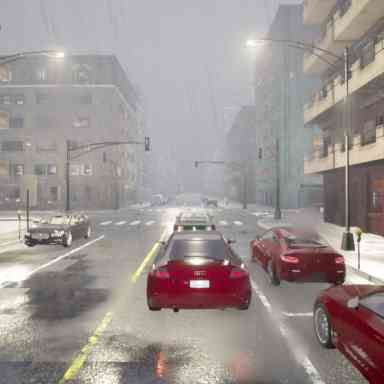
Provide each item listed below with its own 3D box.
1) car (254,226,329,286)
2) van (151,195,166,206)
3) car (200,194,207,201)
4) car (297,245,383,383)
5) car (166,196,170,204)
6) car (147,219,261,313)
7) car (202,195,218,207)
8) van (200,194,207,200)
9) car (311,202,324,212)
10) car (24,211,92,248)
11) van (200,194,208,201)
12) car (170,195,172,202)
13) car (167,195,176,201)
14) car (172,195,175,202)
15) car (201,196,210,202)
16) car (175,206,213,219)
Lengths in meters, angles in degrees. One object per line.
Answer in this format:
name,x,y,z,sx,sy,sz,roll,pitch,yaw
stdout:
car,2.670,1.584,9.057,1.802,1.307,4.206,1,0,0
van,-5.570,1.349,52.843,1.690,1.788,3.998,1,0,0
car,2.995,1.558,69.767,2.008,1.369,4.403,1,0,0
car,2.669,1.583,3.386,1.802,1.307,4.206,1,0,0
car,-5.460,1.574,58.506,1.947,1.339,4.313,1,0,0
car,0.108,1.566,7.779,1.994,1.385,4.181,0,0,-1
car,2.978,1.558,51.179,2.008,1.369,4.403,1,0,0
van,3.150,1.349,92.448,1.690,1.788,3.998,1,0,0
car,15.558,1.518,36.948,4.507,1.381,1.887,0,-1,1
car,-5.766,1.554,14.798,2.008,1.369,4.403,1,0,0
van,3.112,1.349,86.777,1.690,1.788,3.998,1,0,0
car,-5.421,1.448,64.176,1.967,1.590,4.097,1,0,0
car,-5.271,1.554,86.858,1.887,1.381,4.507,1,0,0
car,-5.347,1.575,75.518,1.947,1.339,4.313,1,0,0
car,3.033,1.590,75.437,1.802,1.307,4.206,1,0,0
car,0.107,1.604,16.597,1.895,1.301,4.718,0,0,0
